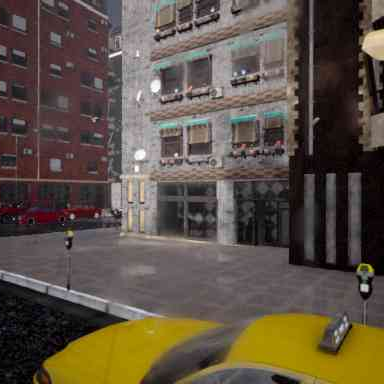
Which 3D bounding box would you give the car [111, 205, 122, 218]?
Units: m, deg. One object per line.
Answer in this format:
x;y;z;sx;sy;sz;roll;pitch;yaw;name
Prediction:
-5.864;1.700;34.820;2.150;2.045;5.566;0;-1;35;car

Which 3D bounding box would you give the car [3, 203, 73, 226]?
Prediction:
-12.004;1.850;26.174;1.994;1.385;4.181;0;-1;35;car

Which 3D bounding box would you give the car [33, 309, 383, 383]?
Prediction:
0.736;1.525;2.350;4.829;1.417;1.752;0;0;36;car

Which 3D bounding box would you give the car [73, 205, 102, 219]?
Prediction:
-10.854;1.923;32.288;1.887;1.381;4.507;-1;-2;35;car

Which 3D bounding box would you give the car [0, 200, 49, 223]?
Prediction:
-14.151;1.590;27.650;2.192;1.841;5.009;-1;-2;35;car
